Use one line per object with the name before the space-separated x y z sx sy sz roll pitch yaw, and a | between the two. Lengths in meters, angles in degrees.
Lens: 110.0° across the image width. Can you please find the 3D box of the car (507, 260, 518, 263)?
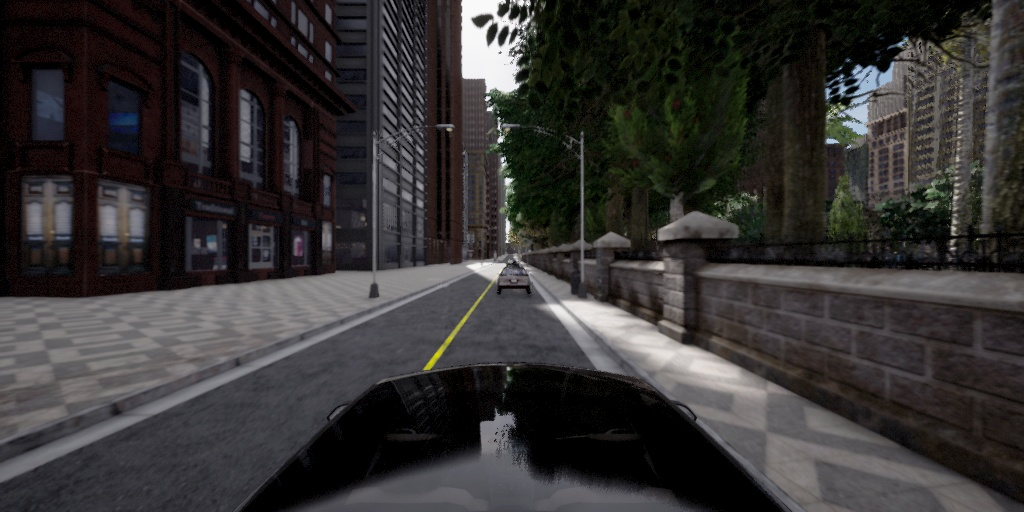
car | 0.099 1.302 48.311 1.837 1.490 4.892 0 0 0

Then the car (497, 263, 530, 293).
car | 0.099 1.316 20.939 2.033 1.411 5.357 0 0 0
